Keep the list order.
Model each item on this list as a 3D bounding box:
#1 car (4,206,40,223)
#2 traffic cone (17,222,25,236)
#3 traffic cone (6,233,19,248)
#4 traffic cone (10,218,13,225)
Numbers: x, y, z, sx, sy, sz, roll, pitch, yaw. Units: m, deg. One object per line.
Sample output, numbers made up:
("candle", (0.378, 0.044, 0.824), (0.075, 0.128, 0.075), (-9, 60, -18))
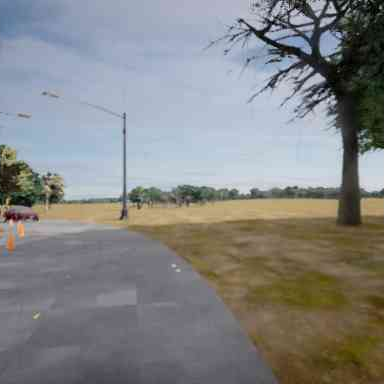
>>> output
("car", (-16.336, 2.084, 31.895), (5.008, 1.535, 1.882), (-3, -4, 44))
("traffic cone", (-9.331, 2.087, 18.210), (0.340, 0.580, 0.340), (1, -1, -25))
("traffic cone", (-7.524, 2.013, 13.850), (0.340, 0.580, 0.340), (0, -1, -20))
("traffic cone", (-14.254, 2.327, 26.245), (0.340, 0.580, 0.340), (1, -2, -37))
